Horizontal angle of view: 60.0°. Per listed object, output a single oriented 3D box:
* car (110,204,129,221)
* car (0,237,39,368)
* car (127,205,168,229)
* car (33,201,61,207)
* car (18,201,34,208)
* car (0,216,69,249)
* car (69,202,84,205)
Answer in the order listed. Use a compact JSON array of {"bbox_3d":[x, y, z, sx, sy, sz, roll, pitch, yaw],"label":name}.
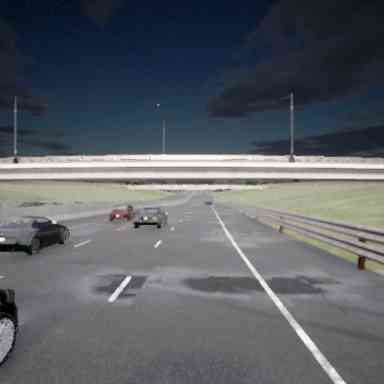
[{"bbox_3d":[-6.107,1.851,30.127,1.812,1.442,4.674,0,-1,3],"label":"car"},{"bbox_3d":[-3.384,1.493,2.694,1.882,1.535,5.008,0,0,0],"label":"car"},{"bbox_3d":[-2.879,1.791,23.914,2.033,1.411,5.357,0,-1,2],"label":"car"},{"bbox_3d":[-19.575,2.081,46.081,1.812,1.442,4.674,0,-1,3],"label":"car"},{"bbox_3d":[-22.995,2.086,47.651,1.837,1.490,4.892,0,-1,3],"label":"car"},{"bbox_3d":[-6.715,1.676,13.776,1.994,1.385,4.181,0,-1,1],"label":"car"},{"bbox_3d":[-16.051,2.129,46.441,1.994,1.385,4.181,0,-1,3],"label":"car"}]
